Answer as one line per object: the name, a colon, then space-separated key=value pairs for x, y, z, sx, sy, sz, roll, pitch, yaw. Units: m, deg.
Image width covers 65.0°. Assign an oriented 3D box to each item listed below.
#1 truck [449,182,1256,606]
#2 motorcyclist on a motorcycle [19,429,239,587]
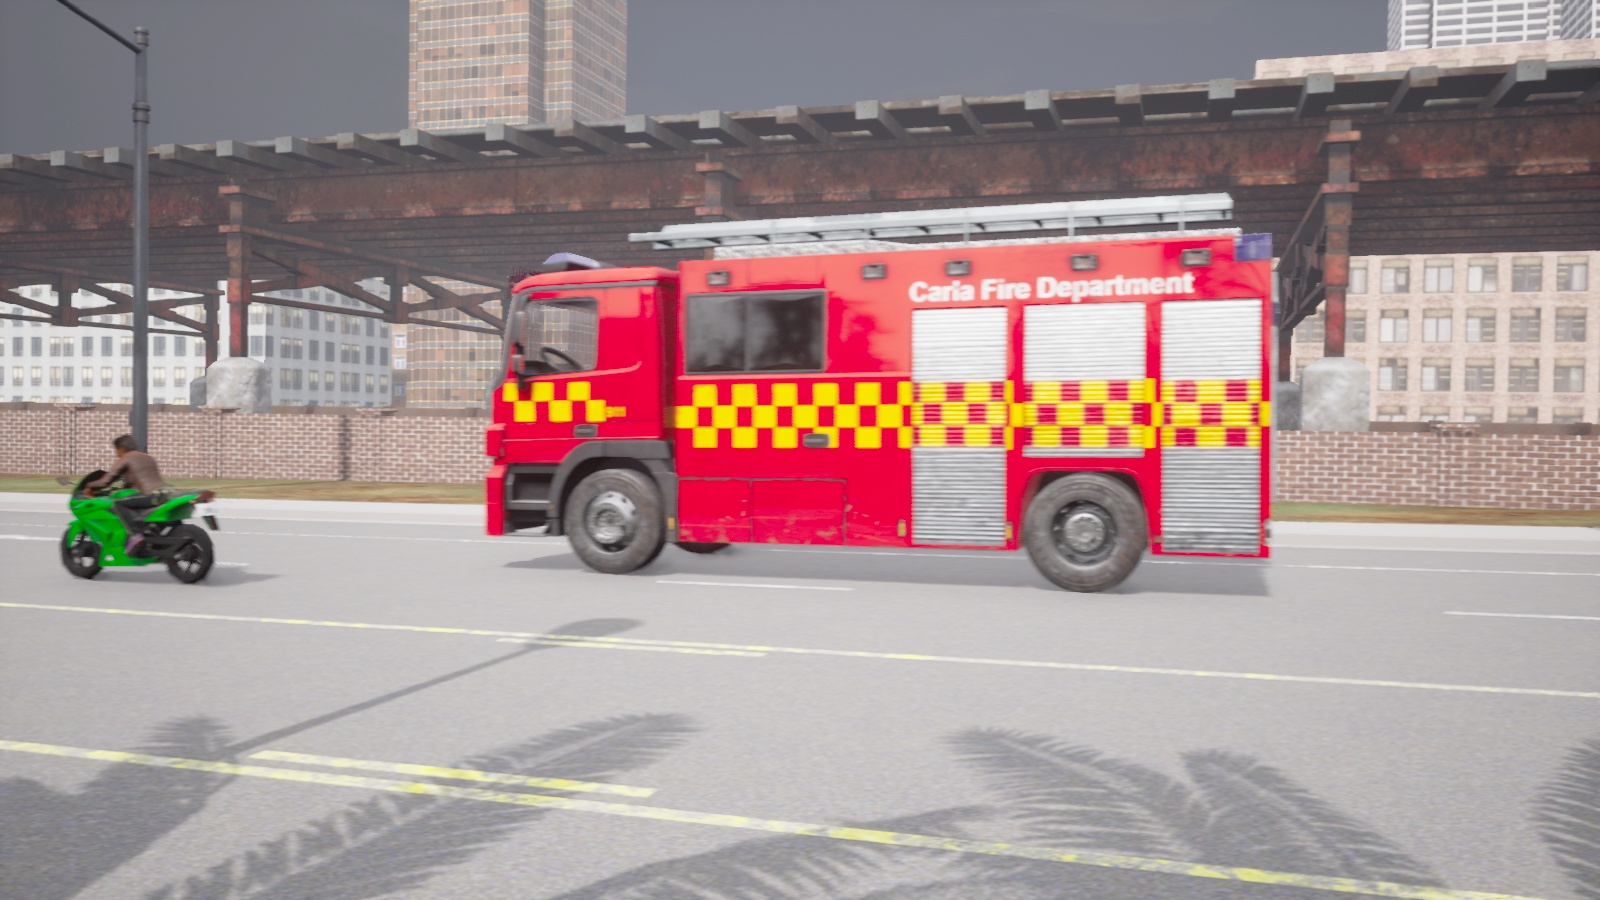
truck: x=0.551 y=-0.566 z=14.066 sx=8.468 sy=3.827 sz=2.891 roll=1 pitch=1 yaw=19
motorcyclist on a motorcycle: x=-6.883 y=0.554 z=12.892 sx=2.044 sy=1.523 sz=0.797 roll=1 pitch=1 yaw=19
